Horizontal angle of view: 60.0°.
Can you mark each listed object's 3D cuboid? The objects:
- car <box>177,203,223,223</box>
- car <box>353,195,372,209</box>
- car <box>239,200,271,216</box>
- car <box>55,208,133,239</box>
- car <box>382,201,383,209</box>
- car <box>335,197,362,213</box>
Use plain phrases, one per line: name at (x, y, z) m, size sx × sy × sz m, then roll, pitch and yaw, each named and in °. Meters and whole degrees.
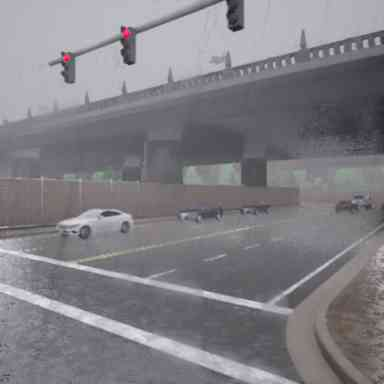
car at (0.728, 1.637, 26.979) m, size 2.128 × 1.511 × 4.902 m, roll 0°, pitch 0°, yaw 35°
car at (24.416, 1.401, 47.905) m, size 2.150 × 2.045 × 5.566 m, roll 0°, pitch 0°, yaw 35°
car at (6.783, 1.658, 35.489) m, size 2.128 × 1.511 × 4.902 m, roll 0°, pitch 0°, yaw 35°
car at (-5.258, 1.651, 18.514) m, size 1.812 × 1.442 × 4.674 m, roll 0°, pitch 0°, yaw 33°
car at (27.751, 1.714, 46.555) m, size 2.033 × 1.411 × 5.357 m, roll 0°, pitch 0°, yaw 35°
car at (18.370, 1.663, 39.389) m, size 1.837 × 1.490 × 4.892 m, roll 0°, pitch 0°, yaw 35°
